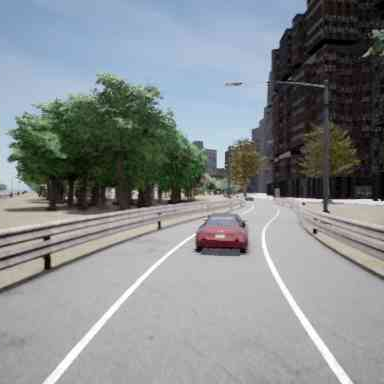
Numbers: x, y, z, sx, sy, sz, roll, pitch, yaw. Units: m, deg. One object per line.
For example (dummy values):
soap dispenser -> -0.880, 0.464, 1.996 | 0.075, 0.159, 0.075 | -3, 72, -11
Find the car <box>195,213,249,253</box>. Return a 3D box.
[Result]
car -> 1.367, 1.573, 13.985 | 1.994, 1.385, 4.181 | 0, 0, 10

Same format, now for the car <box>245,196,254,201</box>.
car -> 14.167, 1.562, 83.335 | 1.895, 1.301, 4.718 | 0, 0, -2
